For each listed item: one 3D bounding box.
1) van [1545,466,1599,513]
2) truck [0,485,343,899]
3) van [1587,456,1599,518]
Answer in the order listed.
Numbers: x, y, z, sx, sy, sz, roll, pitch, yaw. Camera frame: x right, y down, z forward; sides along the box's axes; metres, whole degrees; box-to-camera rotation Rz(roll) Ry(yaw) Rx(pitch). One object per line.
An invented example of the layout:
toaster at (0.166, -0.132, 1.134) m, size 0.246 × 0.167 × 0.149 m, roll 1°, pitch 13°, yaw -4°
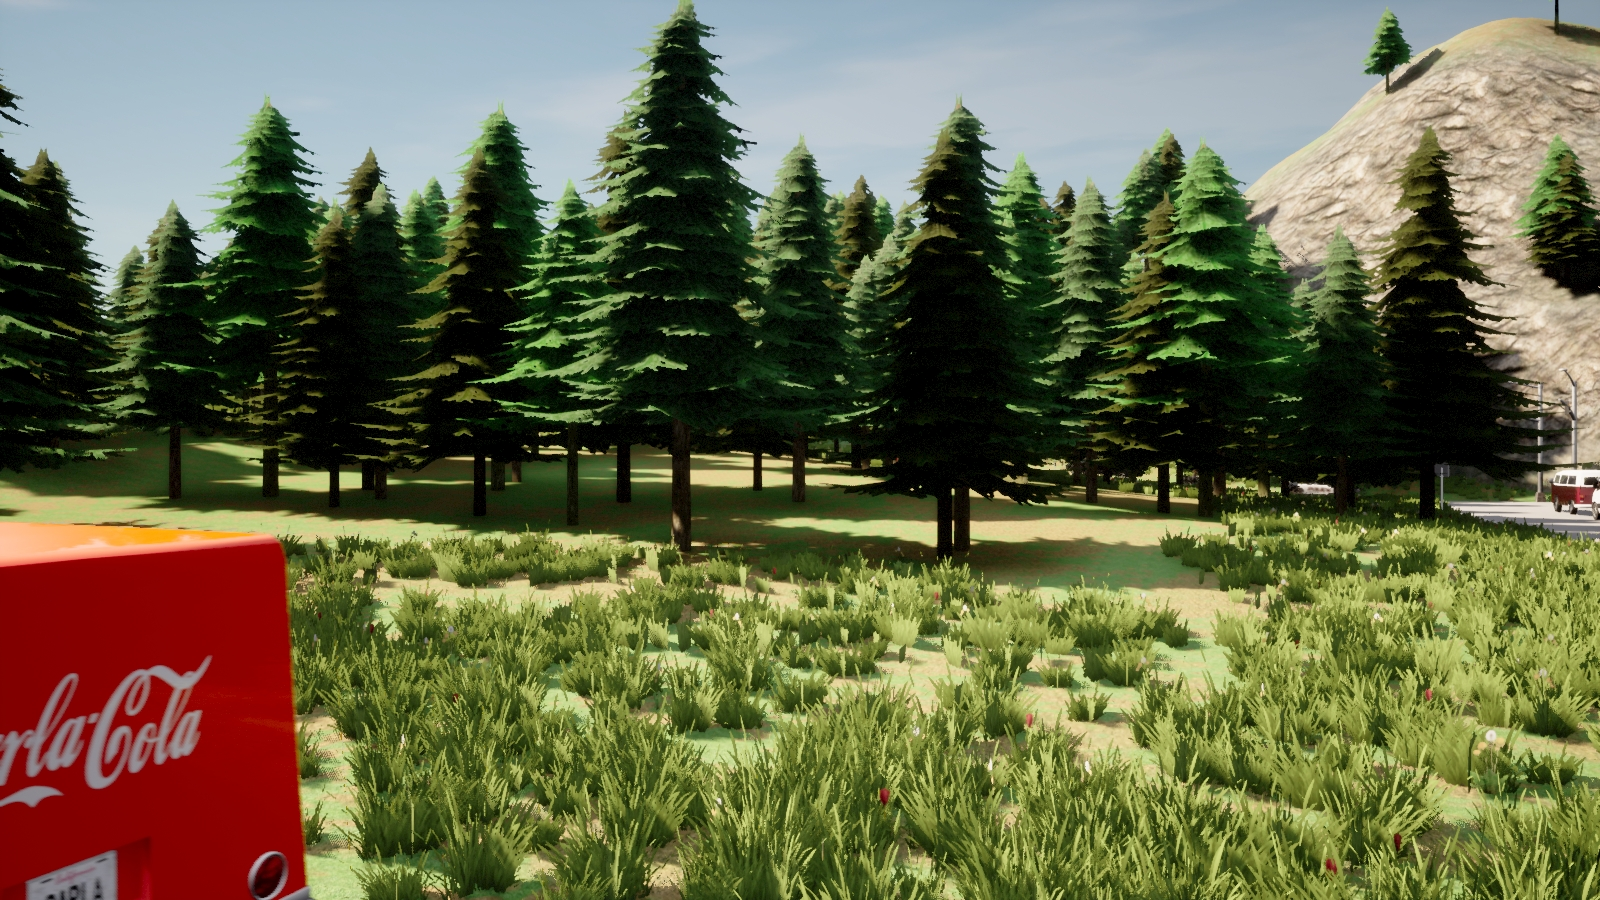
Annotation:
van at (36.159, 1.782, 52.642) m, size 2.069 × 2.038 × 4.480 m, roll 0°, pitch 0°, yaw 20°
truck at (-5.107, 1.429, 5.182) m, size 5.204 × 2.467 × 2.627 m, roll 0°, pitch 0°, yaw 20°
van at (33.726, 1.534, 45.978) m, size 1.988 × 2.561 × 5.915 m, roll 0°, pitch 0°, yaw 20°
